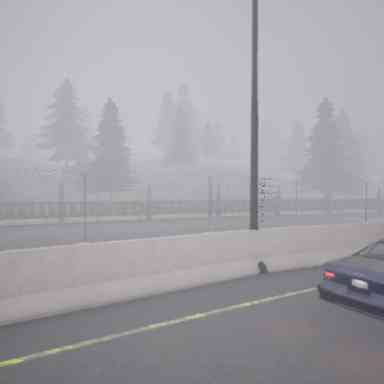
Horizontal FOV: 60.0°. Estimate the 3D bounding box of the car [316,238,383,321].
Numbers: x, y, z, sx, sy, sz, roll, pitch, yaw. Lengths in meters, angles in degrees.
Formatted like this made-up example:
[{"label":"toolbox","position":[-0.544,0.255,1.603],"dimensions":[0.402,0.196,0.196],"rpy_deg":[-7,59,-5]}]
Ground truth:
[{"label":"car","position":[4.919,1.560,6.708],"dimensions":[5.357,1.411,2.033],"rpy_deg":[0,0,-30]}]
